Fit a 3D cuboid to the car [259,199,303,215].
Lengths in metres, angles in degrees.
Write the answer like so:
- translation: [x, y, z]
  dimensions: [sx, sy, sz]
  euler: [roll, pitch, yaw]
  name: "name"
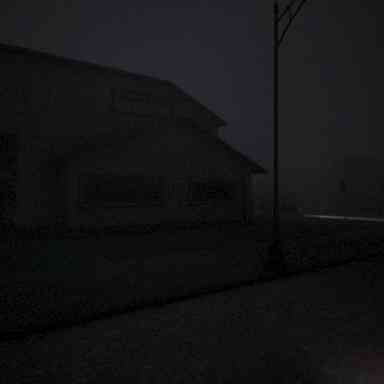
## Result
- translation: [9.131, 1.493, 34.230]
  dimensions: [2.128, 1.511, 4.902]
  euler: [0, 0, -35]
  name: "car"
